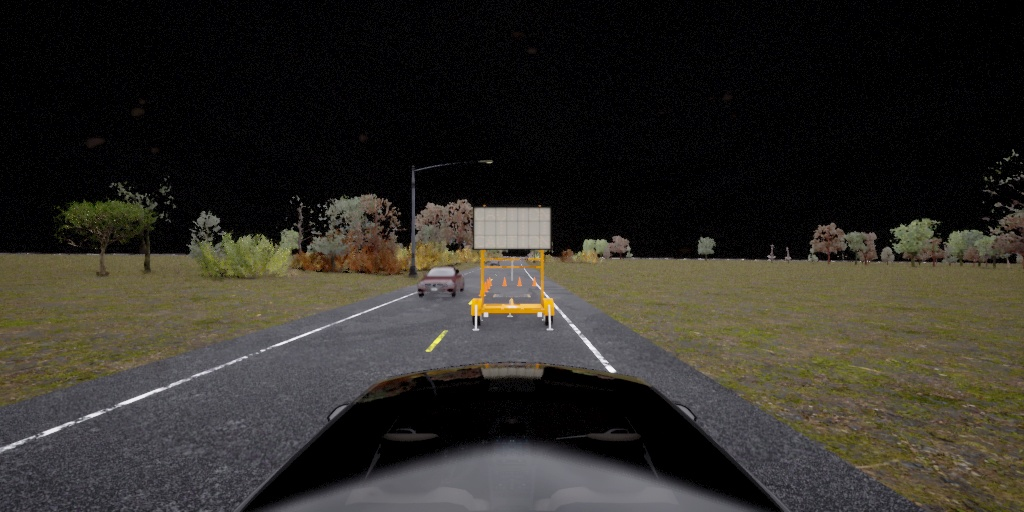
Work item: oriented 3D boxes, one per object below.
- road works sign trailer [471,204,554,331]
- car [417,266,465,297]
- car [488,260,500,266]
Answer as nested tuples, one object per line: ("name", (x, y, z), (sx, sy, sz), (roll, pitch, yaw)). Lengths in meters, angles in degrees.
("road works sign trailer", (0.007, 0.218, 11.055), (2.380, 3.560, 2.880), (0, 0, -1))
("car", (-3.602, 1.284, 18.948), (1.812, 1.442, 4.674), (0, 0, 0))
("car", (-3.220, 1.296, 65.360), (1.837, 1.490, 4.892), (0, 0, 1))
